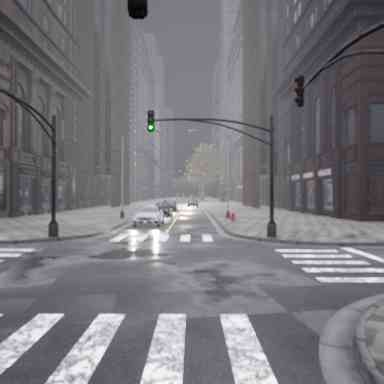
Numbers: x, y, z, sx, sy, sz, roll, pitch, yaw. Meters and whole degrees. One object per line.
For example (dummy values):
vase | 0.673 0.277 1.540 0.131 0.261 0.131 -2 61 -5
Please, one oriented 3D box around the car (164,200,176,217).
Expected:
car | -3.047 1.780 34.408 2.033 1.411 5.357 0 0 0

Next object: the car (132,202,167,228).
car | -3.062 1.685 23.999 1.812 1.442 4.674 0 0 0

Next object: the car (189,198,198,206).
car | 0.208 2.031 69.261 1.812 1.442 4.674 0 0 0

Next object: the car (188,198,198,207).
car | 0.181 1.971 58.911 2.033 1.411 5.357 0 0 0
